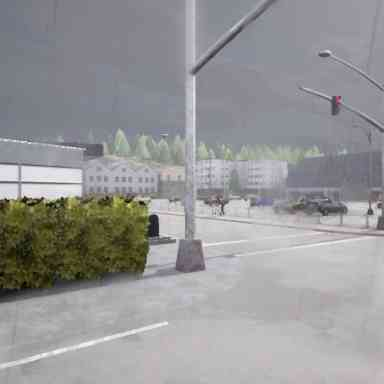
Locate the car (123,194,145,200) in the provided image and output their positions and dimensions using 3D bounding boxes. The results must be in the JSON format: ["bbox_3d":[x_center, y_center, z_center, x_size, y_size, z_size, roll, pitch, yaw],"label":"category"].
[{"bbox_3d":[-14.627,1.286,84.220,5.008,1.535,1.882,0,0,-35],"label":"car"}]

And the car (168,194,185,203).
[{"bbox_3d":[-2.453,1.097,65.414,4.605,1.855,1.932,0,0,-35],"label":"car"}]

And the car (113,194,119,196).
[{"bbox_3d":[-19.772,1.334,84.911,4.902,1.511,2.128,0,0,-35],"label":"car"}]

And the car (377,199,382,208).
[{"bbox_3d":[25.650,1.384,43.025,3.806,1.475,1.970,0,0,-35],"label":"car"}]

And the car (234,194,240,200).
[{"bbox_3d":[9.663,1.232,77.864,3.806,1.475,1.970,0,0,-35],"label":"car"}]

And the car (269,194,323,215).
[{"bbox_3d":[10.258,1.330,32.465,5.027,1.636,2.152,0,0,-35],"label":"car"}]

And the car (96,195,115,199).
[{"bbox_3d":[-11.427,1.505,41.311,1.837,1.490,4.892,0,0,-35],"label":"car"}]

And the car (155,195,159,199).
[{"bbox_3d":[-11.356,1.286,90.748,5.008,1.535,1.882,0,0,-35],"label":"car"}]

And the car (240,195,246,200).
[{"bbox_3d":[13.600,1.154,72.786,5.027,1.636,2.152,0,0,-35],"label":"car"}]

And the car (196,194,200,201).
[{"bbox_3d":[1.786,1.298,76.835,4.514,1.523,2.007,0,0,-35],"label":"car"}]

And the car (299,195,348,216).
[{"bbox_3d":[12.095,1.340,29.923,4.514,1.523,2.007,0,0,-35],"label":"car"}]

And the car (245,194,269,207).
[{"bbox_3d":[9.773,1.320,46.571,3.633,1.501,1.845,0,0,-35],"label":"car"}]

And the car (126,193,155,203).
[{"bbox_3d":[-9.386,1.361,60.531,3.806,1.475,1.970,0,0,-35],"label":"car"}]

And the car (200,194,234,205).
[{"bbox_3d":[4.091,1.298,54.791,4.514,1.523,2.007,0,0,-35],"label":"car"}]

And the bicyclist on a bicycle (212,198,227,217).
[{"bbox_3d":[2.337,1.301,27.998,1.656,1.620,0.582,0,0,-35],"label":"bicyclist on a bicycle"}]
